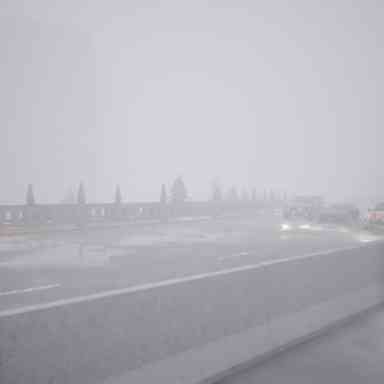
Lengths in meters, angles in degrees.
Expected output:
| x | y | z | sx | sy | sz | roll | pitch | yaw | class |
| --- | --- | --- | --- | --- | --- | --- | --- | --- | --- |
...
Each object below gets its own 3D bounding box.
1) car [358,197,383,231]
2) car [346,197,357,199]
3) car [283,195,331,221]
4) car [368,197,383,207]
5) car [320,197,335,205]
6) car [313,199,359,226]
| x | y | z | sx | sy | sz | roll | pitch | yaw | class |
| --- | --- | --- | --- | --- | --- | --- | --- | --- | --- |
| 12.032 | 1.416 | 20.287 | 2.097 | 1.767 | 4.553 | 0 | 0 | 40 | car |
| 29.211 | 1.676 | 60.844 | 1.837 | 1.490 | 4.892 | 1 | 0 | 14 | car |
| 9.662 | 1.294 | 28.283 | 2.150 | 2.045 | 5.566 | 0 | 0 | 38 | car |
| 31.855 | 1.679 | 57.178 | 1.837 | 1.490 | 4.892 | 0 | 0 | 16 | car |
| 26.702 | 1.717 | 65.753 | 1.994 | 1.385 | 4.181 | 0 | 0 | 13 | car |
| 10.755 | 1.545 | 24.130 | 1.882 | 1.535 | 5.008 | 0 | 0 | 39 | car |
